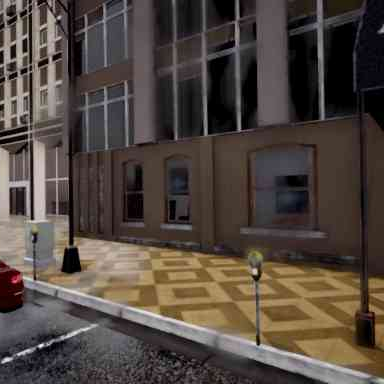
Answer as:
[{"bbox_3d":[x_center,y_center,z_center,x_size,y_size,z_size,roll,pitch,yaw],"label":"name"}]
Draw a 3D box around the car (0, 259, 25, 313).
[{"bbox_3d":[-4.803,1.584,6.322,4.206,1.307,1.802,0,-1,36],"label":"car"}]
